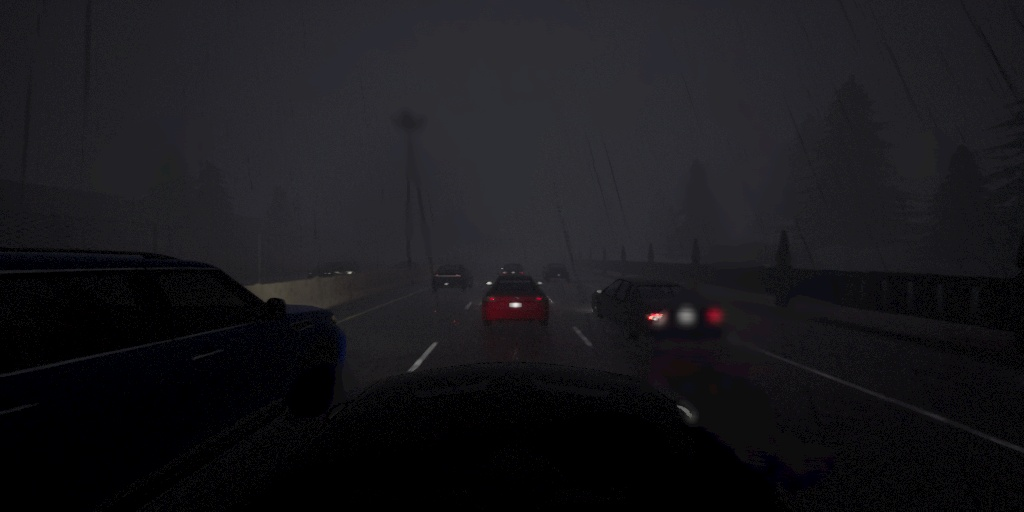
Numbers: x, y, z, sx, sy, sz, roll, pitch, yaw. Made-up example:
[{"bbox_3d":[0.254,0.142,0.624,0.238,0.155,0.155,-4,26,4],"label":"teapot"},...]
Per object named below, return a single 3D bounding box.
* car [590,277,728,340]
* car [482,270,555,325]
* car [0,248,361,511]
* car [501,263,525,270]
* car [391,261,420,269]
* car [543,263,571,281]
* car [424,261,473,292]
[{"bbox_3d":[3.598,1.299,9.897,2.033,1.411,5.357,0,0,0],"label":"car"},{"bbox_3d":[0.097,1.316,11.853,1.994,1.385,4.181,0,0,0],"label":"car"},{"bbox_3d":[-3.400,0.972,2.682,2.150,2.045,5.566,0,0,0],"label":"car"},{"bbox_3d":[0.094,1.303,29.603,2.033,1.411,5.357,0,0,0],"label":"car"},{"bbox_3d":[-10.599,1.235,35.856,1.882,1.535,5.008,0,0,0],"label":"car"},{"bbox_3d":[3.607,1.282,29.931,1.812,1.442,4.674,0,0,0],"label":"car"},{"bbox_3d":[-3.404,1.246,21.039,2.128,1.511,4.902,0,0,0],"label":"car"}]
